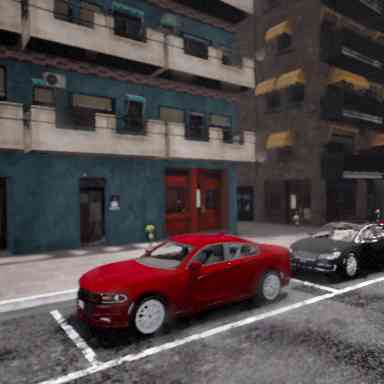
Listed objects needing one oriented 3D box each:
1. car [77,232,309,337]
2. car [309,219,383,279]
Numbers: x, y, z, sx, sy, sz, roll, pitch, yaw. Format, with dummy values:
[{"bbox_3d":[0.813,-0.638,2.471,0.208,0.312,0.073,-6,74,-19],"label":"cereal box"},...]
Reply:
[{"bbox_3d":[0.065,1.542,6.618,4.507,1.381,1.887,0,-1,-35],"label":"car"},{"bbox_3d":[4.678,1.542,9.907,4.403,1.369,2.008,0,-1,-35],"label":"car"}]
